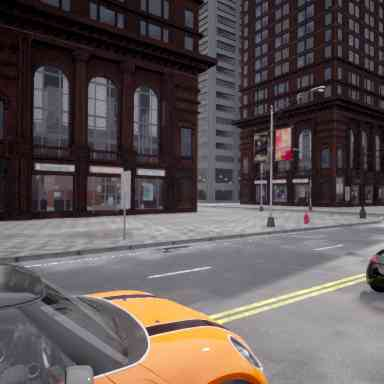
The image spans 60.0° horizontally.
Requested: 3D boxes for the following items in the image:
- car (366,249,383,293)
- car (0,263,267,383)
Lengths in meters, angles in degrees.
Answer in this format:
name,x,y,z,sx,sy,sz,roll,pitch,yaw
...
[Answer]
name,x,y,z,sx,sy,sz,roll,pitch,yaw
car,5.890,1.576,7.665,4.181,1.385,1.994,0,0,-35
car,-1.536,1.352,2.343,4.553,1.767,2.097,0,0,-36
